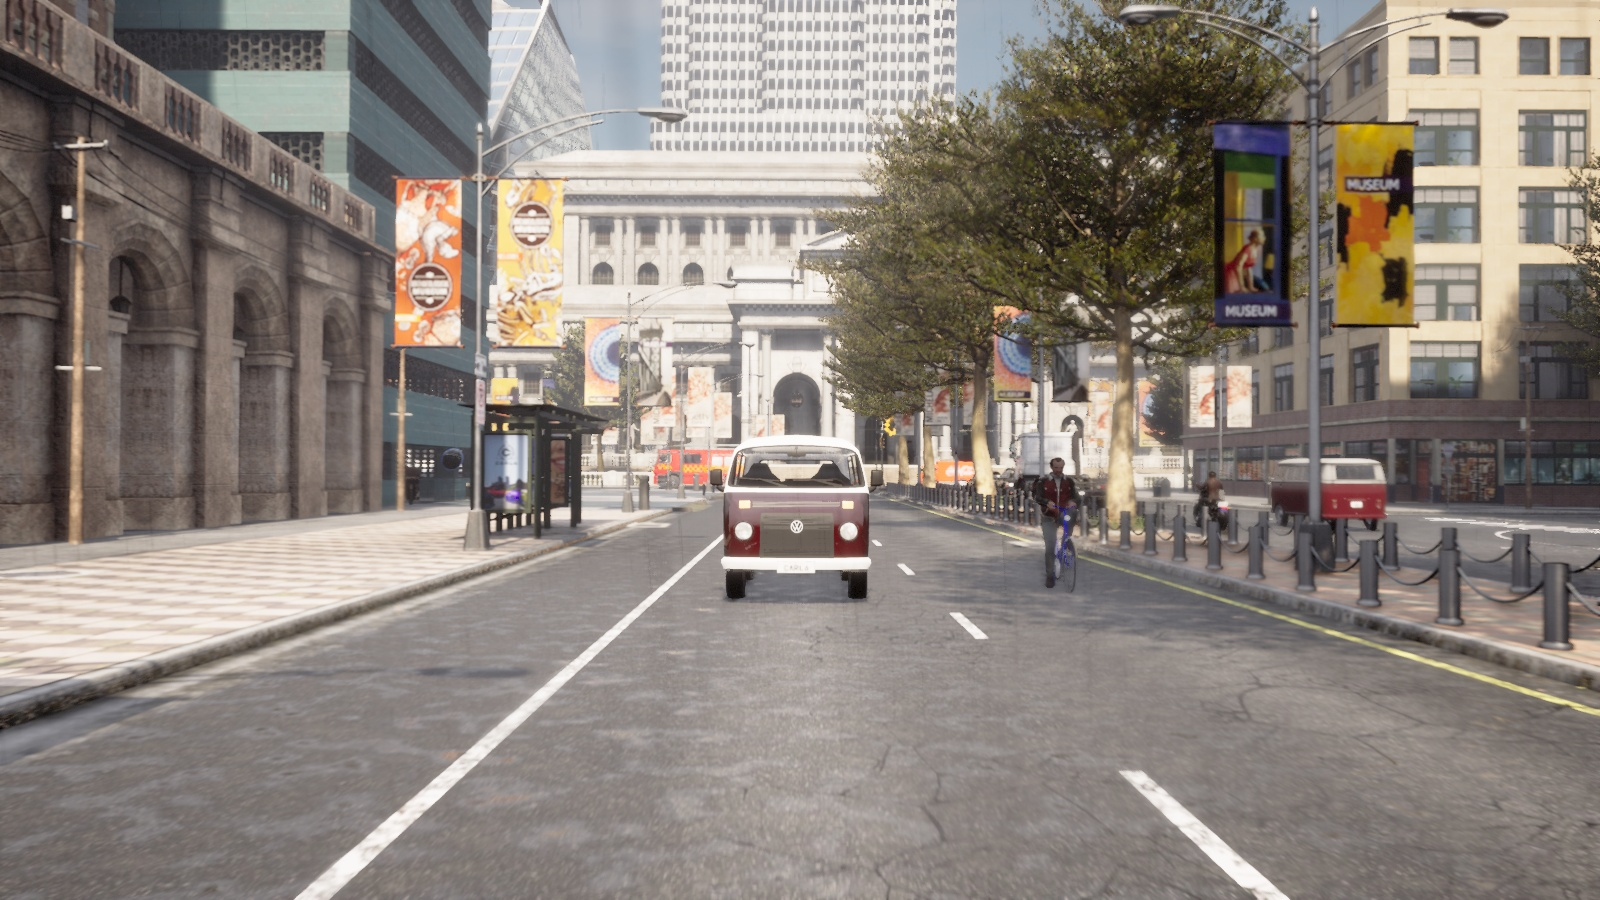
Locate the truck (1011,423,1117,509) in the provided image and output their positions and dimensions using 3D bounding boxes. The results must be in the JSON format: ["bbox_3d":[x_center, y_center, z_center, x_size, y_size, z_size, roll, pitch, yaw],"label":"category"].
[{"bbox_3d":[11.362,0.705,54.835,2.891,3.462,7.936,0,-1,0],"label":"truck"}]

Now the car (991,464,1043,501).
[{"bbox_3d":[11.340,1.689,65.912,1.932,1.855,4.605,0,-1,0],"label":"car"}]

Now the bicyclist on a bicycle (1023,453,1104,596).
[{"bbox_3d":[3.459,0.950,16.624,0.659,1.776,1.843,0,-1,0],"label":"bicyclist on a bicycle"}]

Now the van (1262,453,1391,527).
[{"bbox_3d":[14.912,1.108,35.842,1.775,1.987,4.442,0,-1,0],"label":"van"}]

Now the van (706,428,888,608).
[{"bbox_3d":[-0.042,0.815,16.535,2.069,2.038,4.480,0,-1,0],"label":"van"}]

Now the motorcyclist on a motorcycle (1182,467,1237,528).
[{"bbox_3d":[11.414,1.307,35.079,0.766,1.649,2.350,0,-1,0],"label":"motorcyclist on a motorcycle"}]
